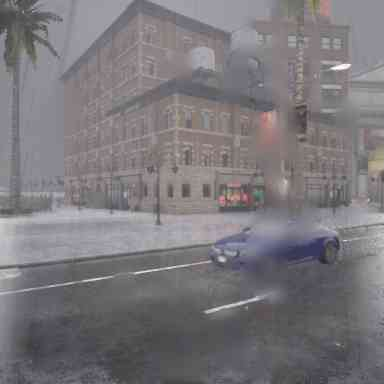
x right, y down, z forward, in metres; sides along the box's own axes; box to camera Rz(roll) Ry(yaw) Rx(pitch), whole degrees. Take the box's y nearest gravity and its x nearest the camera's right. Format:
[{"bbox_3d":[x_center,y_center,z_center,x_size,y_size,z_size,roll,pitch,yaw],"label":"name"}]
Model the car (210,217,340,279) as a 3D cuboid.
[{"bbox_3d":[2.697,1.526,10.204,4.674,1.442,1.812,0,0,-35],"label":"car"}]
